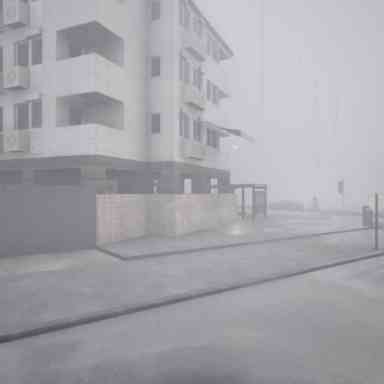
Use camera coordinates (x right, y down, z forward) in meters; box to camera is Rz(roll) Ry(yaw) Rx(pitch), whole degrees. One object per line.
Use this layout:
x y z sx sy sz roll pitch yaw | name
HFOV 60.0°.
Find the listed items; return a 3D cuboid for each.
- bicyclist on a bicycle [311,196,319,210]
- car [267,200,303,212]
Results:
14.652 1.341 39.554 1.656 1.620 0.582 0 0 -35 | bicyclist on a bicycle
10.564 1.557 38.028 1.994 1.385 4.181 0 0 -35 | car
